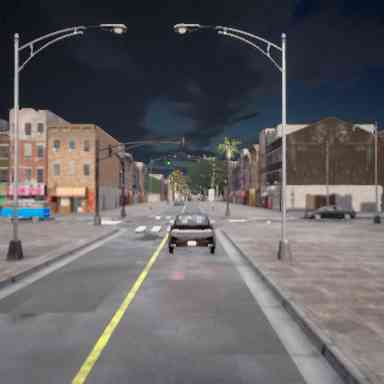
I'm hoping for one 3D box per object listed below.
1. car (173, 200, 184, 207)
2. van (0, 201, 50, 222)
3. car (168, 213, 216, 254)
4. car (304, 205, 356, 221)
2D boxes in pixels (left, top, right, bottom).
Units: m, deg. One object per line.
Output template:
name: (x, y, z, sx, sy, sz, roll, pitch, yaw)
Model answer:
car: (-2.747, 2.335, 69.064, 1.994, 1.385, 4.181, 0, -1, 0)
van: (-14.744, 1.686, 29.568, 3.998, 1.788, 1.690, 0, -1, 0)
car: (0.005, 1.637, 14.286, 2.128, 1.511, 4.902, 0, -1, 0)
car: (12.259, 1.829, 29.696, 4.403, 1.369, 2.008, 0, -1, 0)
